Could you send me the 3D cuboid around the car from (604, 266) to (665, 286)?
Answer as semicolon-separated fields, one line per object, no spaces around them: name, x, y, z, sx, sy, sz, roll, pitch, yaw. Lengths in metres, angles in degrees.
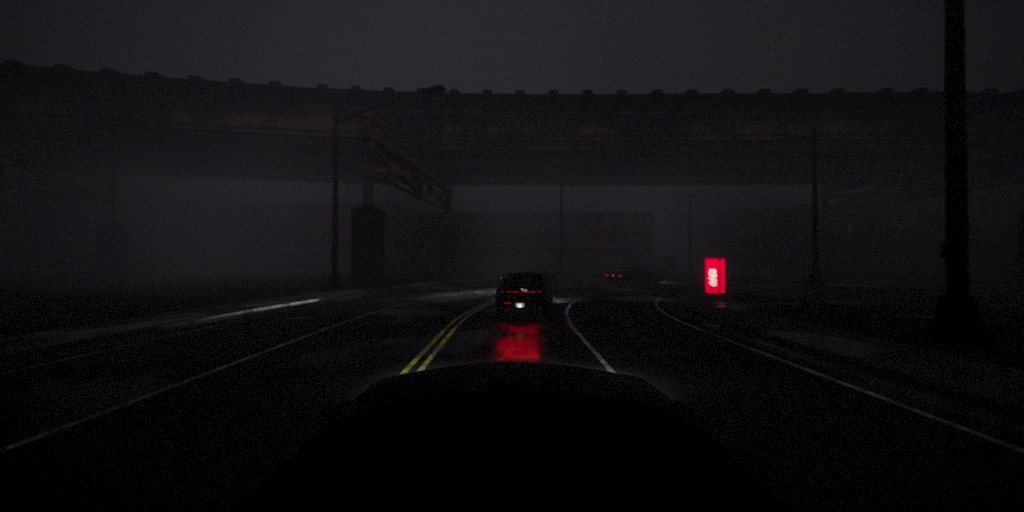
car;9.579;1.500;27.917;5.357;1.411;2.033;0;-1;-34

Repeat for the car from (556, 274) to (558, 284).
car;1.180;1.528;24.690;1.895;1.301;4.718;0;-1;38

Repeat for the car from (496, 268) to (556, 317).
car;0.602;1.347;13.765;1.837;1.490;4.892;0;-1;8

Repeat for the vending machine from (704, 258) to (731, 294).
vending machine;11.025;1.083;19.475;1.100;2.100;0.880;0;0;42
